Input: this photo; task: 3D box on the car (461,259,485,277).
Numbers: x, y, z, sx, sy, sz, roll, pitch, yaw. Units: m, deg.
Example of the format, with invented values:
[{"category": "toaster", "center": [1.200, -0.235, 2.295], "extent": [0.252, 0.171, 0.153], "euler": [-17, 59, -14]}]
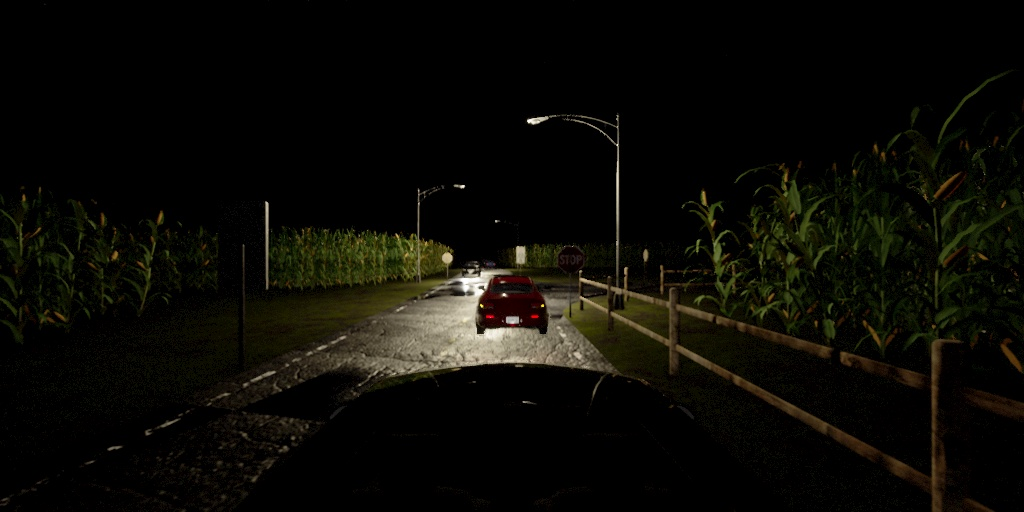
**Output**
[{"category": "car", "center": [-4.181, 1.360, 37.458], "extent": [2.128, 1.511, 4.902], "euler": [0, 0, -4]}]

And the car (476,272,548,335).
[{"category": "car", "center": [-0.029, 1.300, 10.518], "extent": [1.812, 1.442, 4.674], "euler": [0, 0, -1]}]

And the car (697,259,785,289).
[{"category": "car", "center": [13.239, 0.930, 20.514], "extent": [4.553, 1.767, 2.097], "euler": [-1, 0, 3]}]
